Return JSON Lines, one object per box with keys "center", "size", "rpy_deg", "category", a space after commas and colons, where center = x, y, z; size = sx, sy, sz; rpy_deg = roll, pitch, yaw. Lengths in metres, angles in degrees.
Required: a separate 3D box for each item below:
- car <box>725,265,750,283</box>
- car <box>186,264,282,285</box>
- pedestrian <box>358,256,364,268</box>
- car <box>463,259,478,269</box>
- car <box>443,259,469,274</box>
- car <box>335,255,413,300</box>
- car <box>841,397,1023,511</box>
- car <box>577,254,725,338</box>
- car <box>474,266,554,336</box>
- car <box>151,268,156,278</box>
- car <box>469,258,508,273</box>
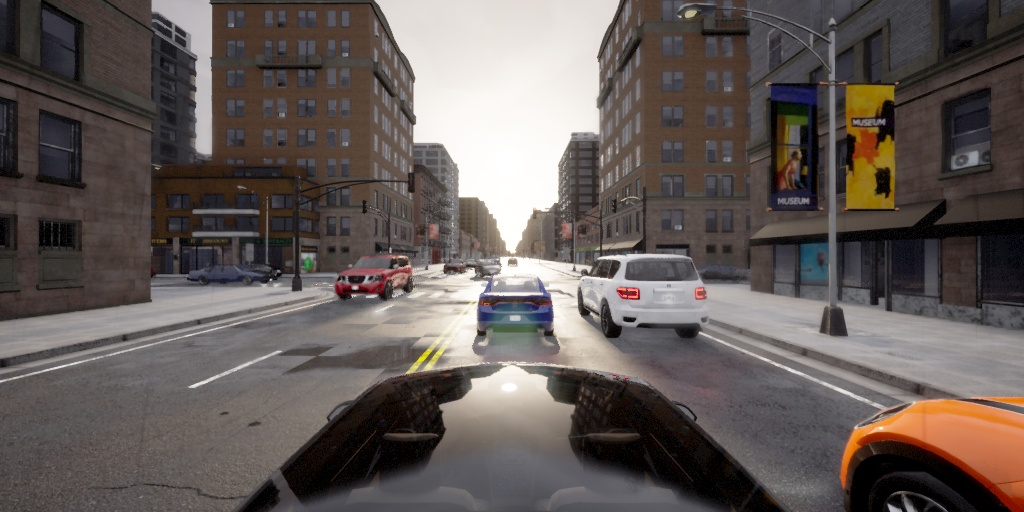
{"center": [15.868, 1.338, 28.321], "size": [5.357, 1.411, 2.033], "rpy_deg": [0, 0, 0], "category": "car"}
{"center": [-19.624, 1.291, 25.241], "size": [5.357, 1.411, 2.033], "rpy_deg": [0, 0, 0], "category": "car"}
{"center": [-14.110, 0.919, 33.569], "size": [0.375, 1.860, 0.375], "rpy_deg": [0, 0, 0], "category": "pedestrian"}
{"center": [-6.534, 1.252, 56.632], "size": [1.837, 1.490, 4.892], "rpy_deg": [0, 0, 0], "category": "car"}
{"center": [-6.559, 1.102, 41.313], "size": [2.097, 1.767, 4.553], "rpy_deg": [0, 0, 0], "category": "car"}
{"center": [-6.591, 0.969, 17.880], "size": [2.150, 2.045, 5.566], "rpy_deg": [0, 0, 1], "category": "car"}
{"center": [3.343, 1.102, 0.585], "size": [2.097, 1.767, 4.553], "rpy_deg": [0, 0, 0], "category": "car"}
{"center": [3.341, 0.972, 10.295], "size": [2.150, 2.045, 5.566], "rpy_deg": [0, 0, 0], "category": "car"}
{"center": [0.090, 1.228, 10.436], "size": [1.882, 1.535, 5.008], "rpy_deg": [0, 0, 0], "category": "car"}
{"center": [-33.118, 1.343, 30.809], "size": [4.207, 1.307, 1.802], "rpy_deg": [0, 0, 0], "category": "car"}
{"center": [-2.302, 1.245, 33.162], "size": [2.128, 1.511, 4.902], "rpy_deg": [0, 0, -16], "category": "car"}
